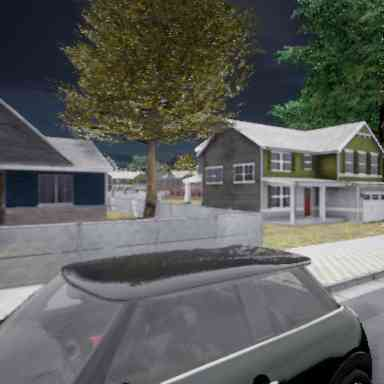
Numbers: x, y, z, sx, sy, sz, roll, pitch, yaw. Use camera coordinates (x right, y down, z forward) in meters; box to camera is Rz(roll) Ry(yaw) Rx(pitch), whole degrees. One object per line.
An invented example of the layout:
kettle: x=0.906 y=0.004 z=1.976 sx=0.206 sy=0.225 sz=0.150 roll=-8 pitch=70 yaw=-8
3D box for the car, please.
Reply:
car: x=-0.547 y=1.356 z=2.677 sx=4.553 sy=1.767 sz=2.097 roll=0 pitch=0 yaw=-36
